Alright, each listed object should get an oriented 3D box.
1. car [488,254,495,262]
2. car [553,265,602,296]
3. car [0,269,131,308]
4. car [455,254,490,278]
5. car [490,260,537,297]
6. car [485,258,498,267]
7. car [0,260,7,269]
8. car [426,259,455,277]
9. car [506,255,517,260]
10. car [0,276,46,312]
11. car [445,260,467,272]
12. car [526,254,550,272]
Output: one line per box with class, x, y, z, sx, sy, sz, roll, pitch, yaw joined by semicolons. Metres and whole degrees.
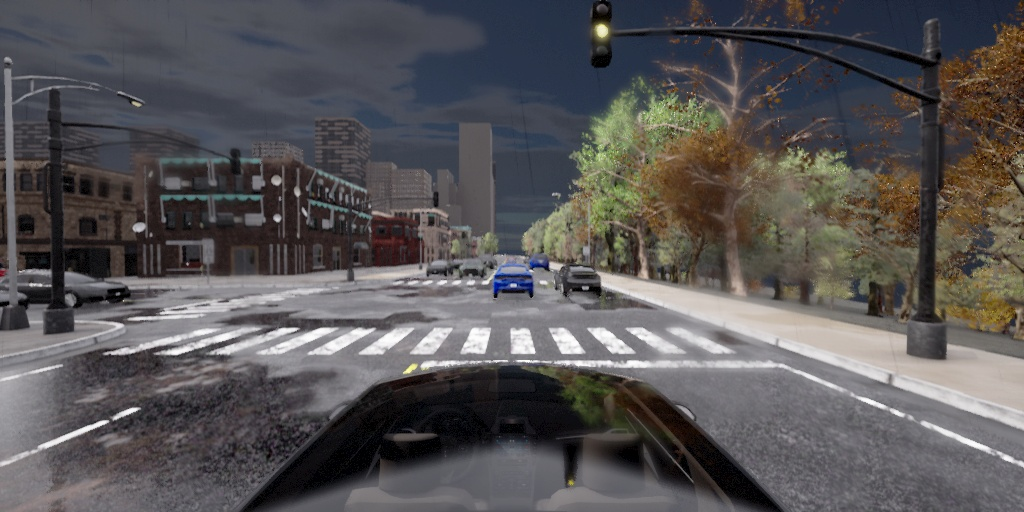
car;-3.426;0.773;45.805;2.150;2.045;5.566;0;0;0
car;3.314;1.180;18.635;1.837;1.490;4.892;0;0;0
car;-19.370;1.413;15.338;4.892;1.490;1.837;-1;1;-2
car;-3.406;0.967;31.710;2.097;1.767;4.553;0;0;0
car;0.065;1.154;18.384;1.882;1.535;5.008;0;0;0
car;-3.431;1.048;59.950;1.994;1.385;4.181;0;0;0
car;-29.624;1.201;18.552;5.566;2.045;2.150;-1;1;0
car;-6.656;1.084;33.538;1.882;1.535;5.008;0;0;0
car;-0.132;1.019;62.701;2.033;1.411;5.357;0;0;0
car;-19.970;1.519;12.659;4.313;1.339;1.948;0;0;0
car;-6.672;1.161;43.500;1.895;1.301;4.718;0;0;0
car;3.262;0.782;43.302;2.150;2.045;5.566;0;0;0
